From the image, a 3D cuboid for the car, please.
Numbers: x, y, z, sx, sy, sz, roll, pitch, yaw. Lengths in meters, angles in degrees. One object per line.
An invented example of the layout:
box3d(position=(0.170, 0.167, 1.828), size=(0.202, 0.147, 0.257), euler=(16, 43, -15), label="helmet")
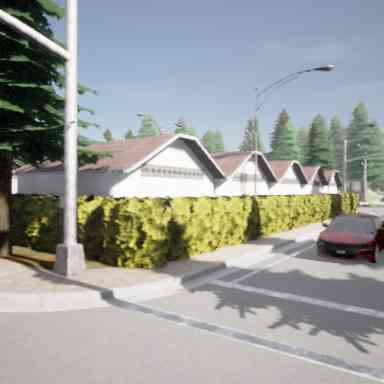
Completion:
box3d(position=(6.207, 1.591, 12.669), size=(1.882, 1.535, 5.008), euler=(1, 2, 36), label="car")
